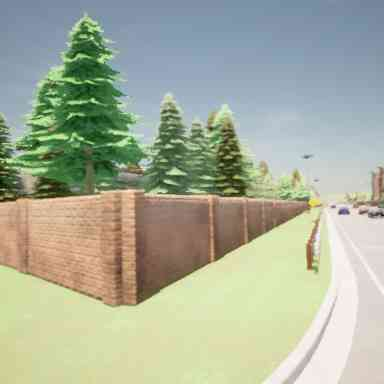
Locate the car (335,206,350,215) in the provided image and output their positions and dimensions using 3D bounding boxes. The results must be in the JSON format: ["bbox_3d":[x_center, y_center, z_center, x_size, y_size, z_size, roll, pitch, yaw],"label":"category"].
[{"bbox_3d":[27.423,3.413,59.992,1.812,1.442,4.674,-2,-3,21],"label":"car"}]

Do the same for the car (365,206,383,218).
[{"bbox_3d":[25.995,2.961,46.764,1.895,1.301,4.718,-2,-3,22],"label":"car"}]

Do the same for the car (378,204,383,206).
[{"bbox_3d":[34.274,3.190,58.293,2.033,1.411,5.357,-2,-3,21],"label":"car"}]

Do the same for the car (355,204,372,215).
[{"bbox_3d":[30.950,3.374,59.393,1.895,1.301,4.718,-2,-3,21],"label":"car"}]
